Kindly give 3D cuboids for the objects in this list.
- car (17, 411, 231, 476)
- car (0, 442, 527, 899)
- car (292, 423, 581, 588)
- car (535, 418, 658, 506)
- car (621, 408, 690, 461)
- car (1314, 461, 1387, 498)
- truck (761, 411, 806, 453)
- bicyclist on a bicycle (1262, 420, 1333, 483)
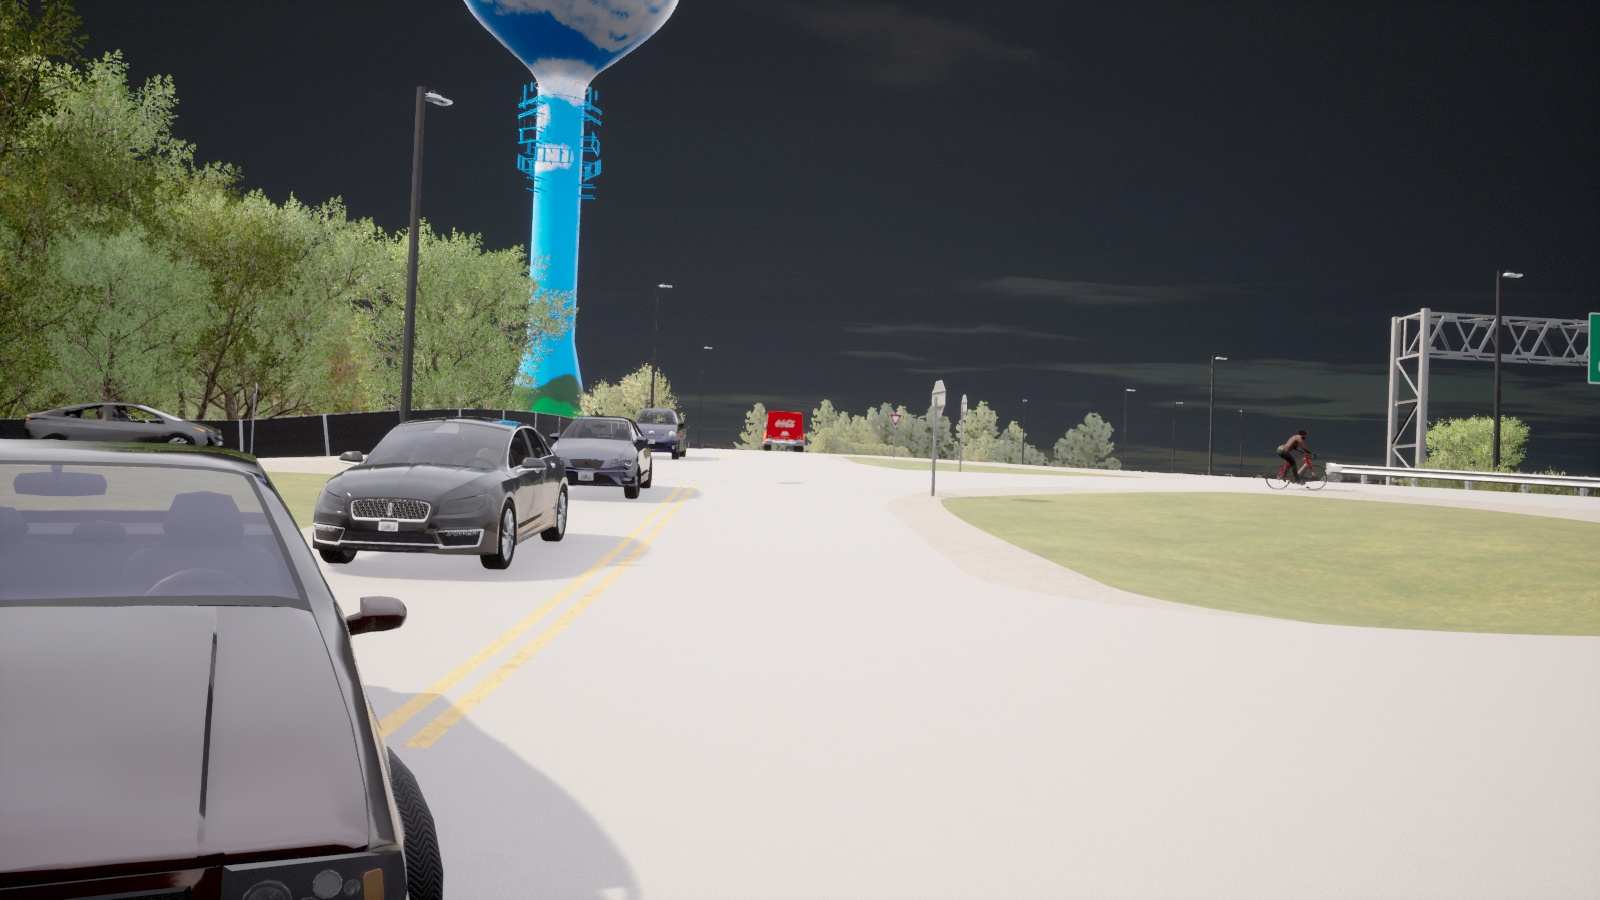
[{"bbox_3d":[-17.427,-0.180,32.615,4.514,1.525,2.007,-1,0,-14],"label":"car"},{"bbox_3d":[-2.553,0.719,4.461,2.033,1.411,5.357,1,1,-24],"label":"car"},{"bbox_3d":[-3.829,0.468,14.198,1.837,1.490,4.892,1,2,0],"label":"car"},{"bbox_3d":[-3.839,0.155,24.277,1.816,1.474,4.193,1,2,-2],"label":"car"},{"bbox_3d":[-4.681,-0.516,41.172,1.851,1.617,3.988,1,1,-1],"label":"car"},{"bbox_3d":[28.926,1.539,66.114,1.932,1.855,4.605,1,-1,2],"label":"car"},{"bbox_3d":[-1.074,-1.112,79.381,2.627,2.467,5.204,1,0,-3],"label":"truck"},{"bbox_3d":[13.168,0.034,33.269,1.656,1.620,0.582,0,1,0],"label":"bicyclist on a bicycle"}]
